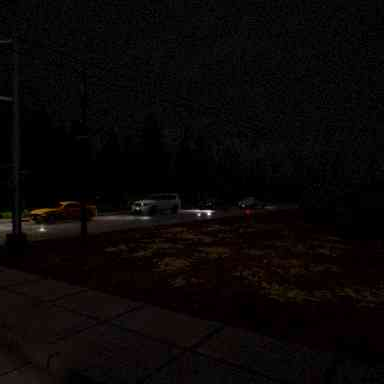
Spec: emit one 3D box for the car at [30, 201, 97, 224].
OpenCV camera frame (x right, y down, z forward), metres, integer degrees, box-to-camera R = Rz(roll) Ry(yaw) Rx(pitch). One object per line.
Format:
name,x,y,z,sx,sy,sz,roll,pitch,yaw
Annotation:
car,-9.542,1.484,25.007,1.882,1.535,5.008,0,0,37

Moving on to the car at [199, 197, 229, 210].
car,2.799,1.403,41.602,1.837,1.490,4.892,0,0,37

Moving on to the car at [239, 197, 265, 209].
car,7.557,1.399,41.836,1.812,1.442,4.674,0,0,37

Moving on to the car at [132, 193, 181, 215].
car,-3.425,1.174,33.246,2.150,2.045,5.566,0,0,36
